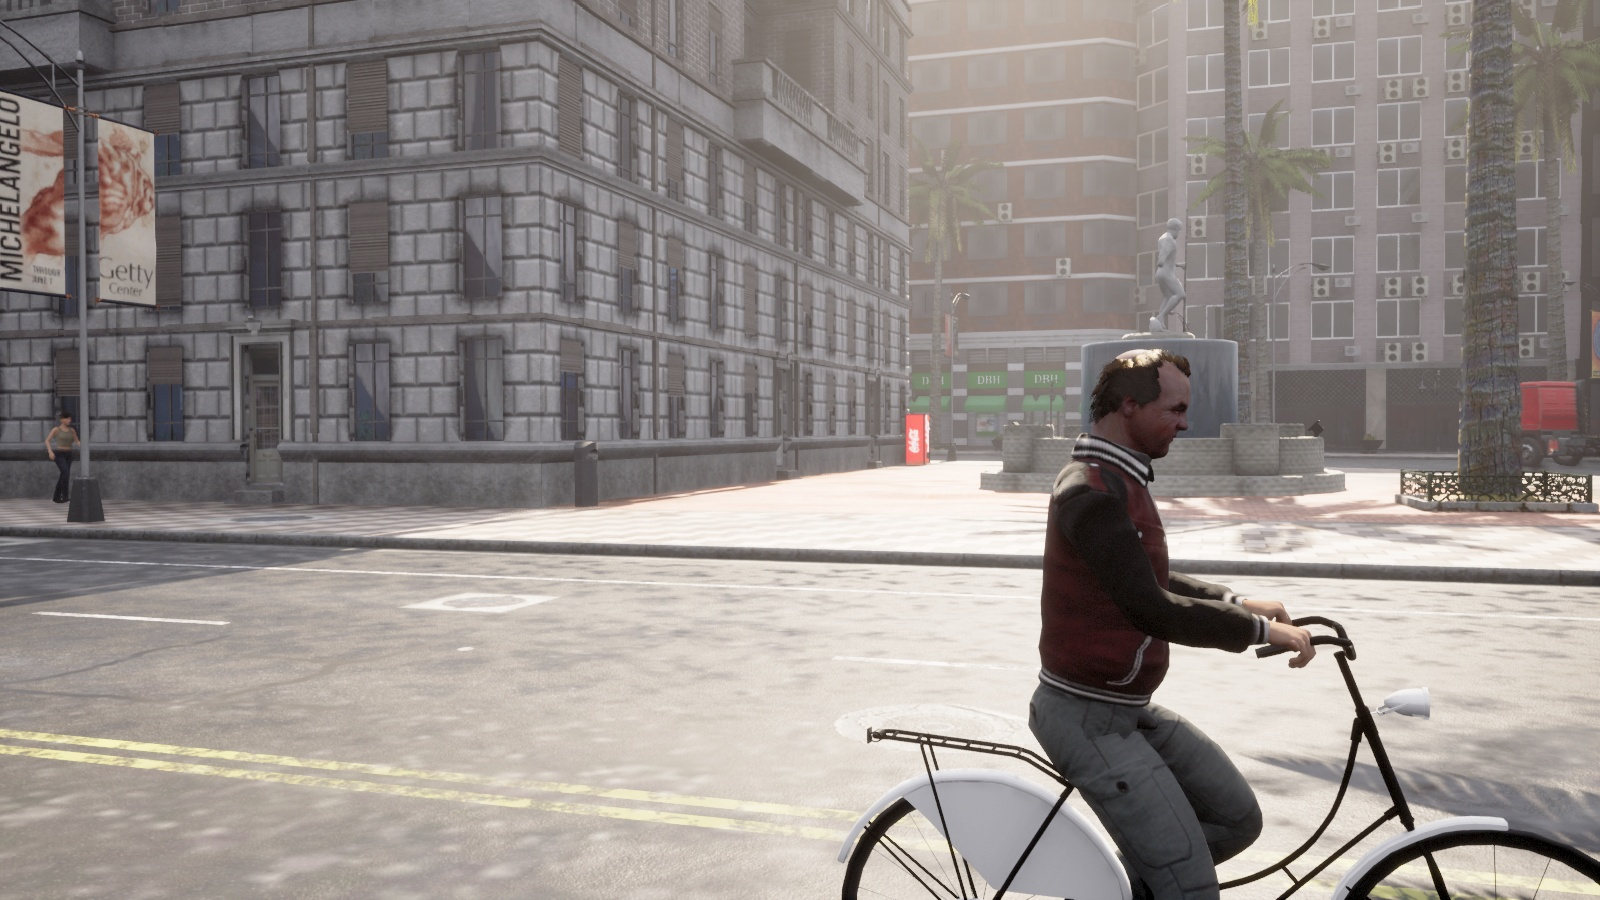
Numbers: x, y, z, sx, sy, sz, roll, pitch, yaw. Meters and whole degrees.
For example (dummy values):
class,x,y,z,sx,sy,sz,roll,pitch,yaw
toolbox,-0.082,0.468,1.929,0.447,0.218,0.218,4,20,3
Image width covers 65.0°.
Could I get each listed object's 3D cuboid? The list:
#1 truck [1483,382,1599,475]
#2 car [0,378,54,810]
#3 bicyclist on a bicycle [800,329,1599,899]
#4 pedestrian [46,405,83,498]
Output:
class,x,y,z,sx,sy,sz,roll,pitch,yaw
truck,30.642,-0.806,47.838,2.891,3.462,7.936,0,1,-25
car,-5.684,0.582,5.087,4.553,1.767,2.097,1,1,18
bicyclist on a bicycle,0.978,0.655,2.875,1.843,1.776,0.659,0,1,19
pedestrian,-14.623,0.028,24.970,0.594,1.836,0.345,1,1,24
